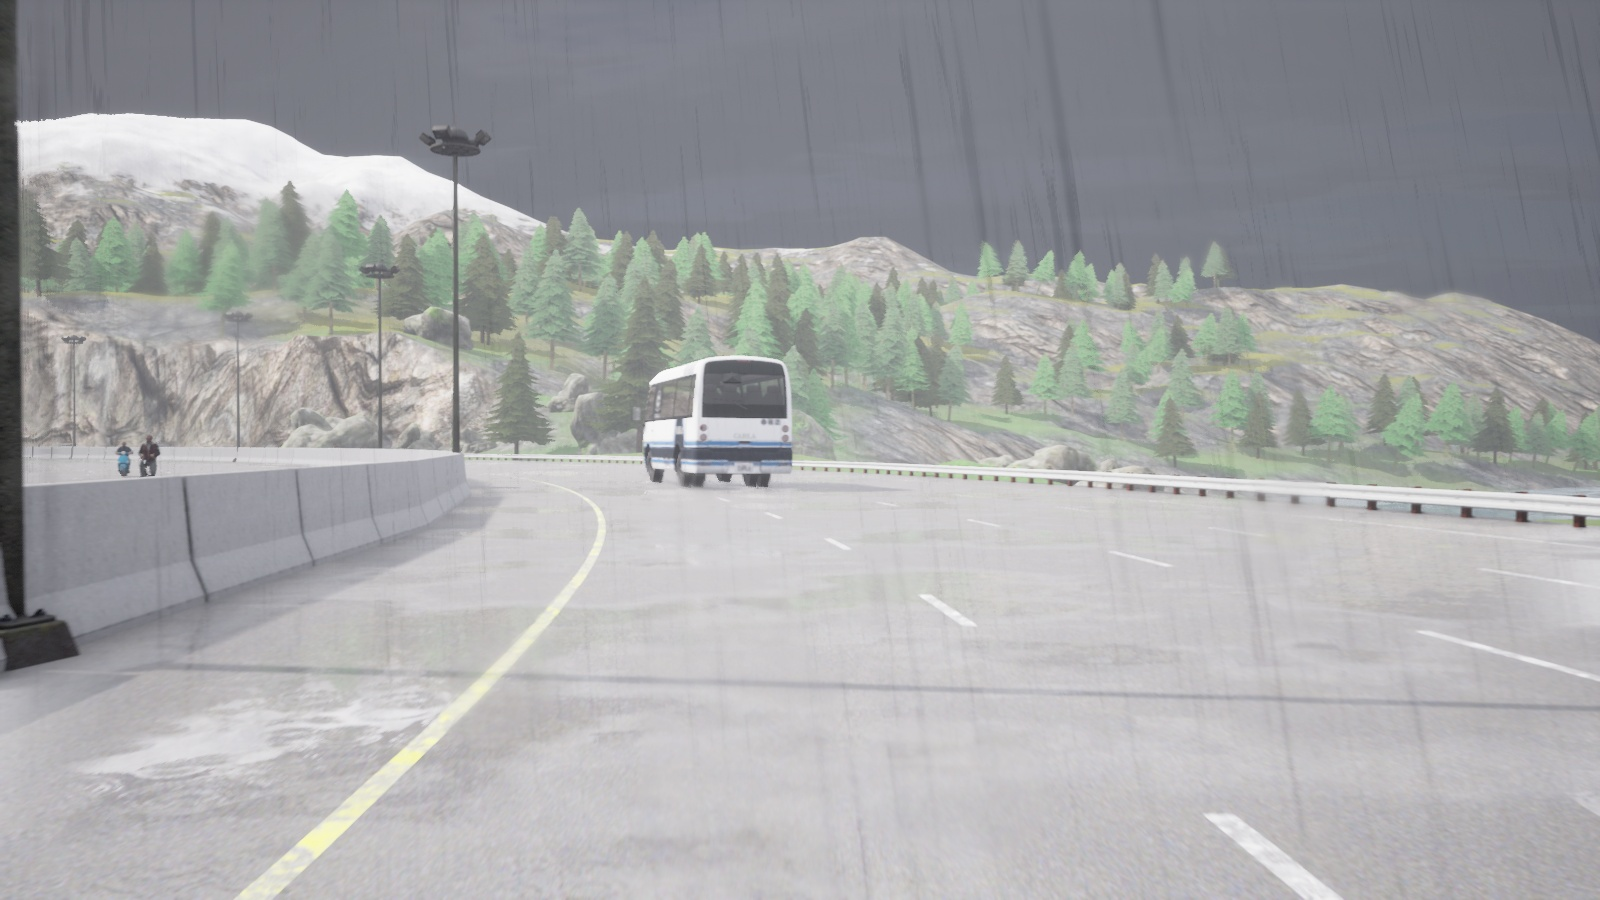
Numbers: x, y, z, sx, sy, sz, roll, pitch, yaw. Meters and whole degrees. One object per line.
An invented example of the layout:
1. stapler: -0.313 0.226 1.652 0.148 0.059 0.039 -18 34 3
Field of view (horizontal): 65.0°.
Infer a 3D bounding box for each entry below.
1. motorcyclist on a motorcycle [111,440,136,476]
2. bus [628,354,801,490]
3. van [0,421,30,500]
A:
1. motorcyclist on a motorcycle: -29.903 0.365 55.523 0.866 1.590 1.817 -1 -1 -25
2. bus: -3.361 -0.886 44.931 3.944 4.253 10.273 1 0 -17
3. van: -21.571 0.272 32.024 2.069 2.038 4.480 0 1 -14
